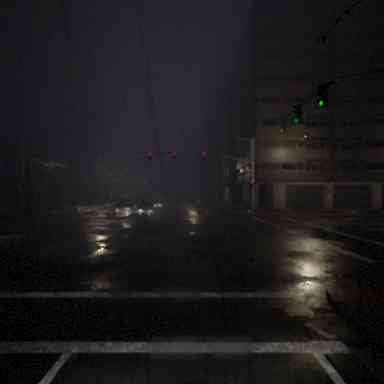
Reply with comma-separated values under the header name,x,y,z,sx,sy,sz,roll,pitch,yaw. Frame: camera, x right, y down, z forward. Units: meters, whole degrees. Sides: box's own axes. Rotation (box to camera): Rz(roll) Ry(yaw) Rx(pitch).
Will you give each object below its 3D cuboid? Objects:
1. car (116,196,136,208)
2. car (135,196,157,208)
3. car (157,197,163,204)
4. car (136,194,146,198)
name,x,y,z,sx,sy,sz,roll,pitch,yaw
car,-10.517,1.694,51.852,1.812,1.442,4.674,0,0,0
car,-7.020,1.768,51.425,1.895,1.301,4.718,0,0,0
car,-6.935,1.730,67.832,2.128,1.511,4.902,0,0,0
car,-10.431,1.444,67.800,2.150,2.045,5.566,0,0,0
